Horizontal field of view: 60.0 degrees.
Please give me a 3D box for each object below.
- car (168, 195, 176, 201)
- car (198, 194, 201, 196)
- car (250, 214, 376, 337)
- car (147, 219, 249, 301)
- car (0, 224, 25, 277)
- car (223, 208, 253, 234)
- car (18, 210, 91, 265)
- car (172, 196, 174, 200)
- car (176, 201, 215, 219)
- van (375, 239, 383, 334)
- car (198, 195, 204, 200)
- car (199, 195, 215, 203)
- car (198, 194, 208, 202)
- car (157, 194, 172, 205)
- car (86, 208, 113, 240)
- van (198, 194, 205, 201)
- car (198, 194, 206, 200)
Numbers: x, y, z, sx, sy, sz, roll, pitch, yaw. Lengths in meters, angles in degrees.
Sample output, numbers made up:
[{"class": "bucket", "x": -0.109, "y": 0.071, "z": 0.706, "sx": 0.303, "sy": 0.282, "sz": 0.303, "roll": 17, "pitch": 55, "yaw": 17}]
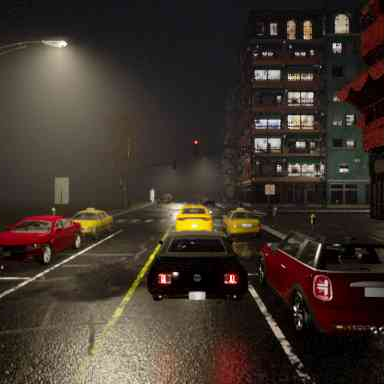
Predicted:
[{"class": "car", "x": -5.313, "y": 1.609, "z": 89.357, "sx": 1.802, "sy": 1.307, "sz": 4.206, "roll": 1, "pitch": 0, "yaw": 0}, {"class": "car", "x": 2.568, "y": 1.587, "z": 72.886, "sx": 1.947, "sy": 1.339, "sz": 4.313, "roll": 1, "pitch": 0, "yaw": 0}, {"class": "car", "x": 2.575, "y": 1.442, "z": 6.638, "sx": 1.967, "sy": 1.590, "sz": 4.097, "roll": 1, "pitch": 0, "yaw": 0}, {"class": "car", "x": 0.100, "y": 1.603, "z": 8.280, "sx": 1.895, "sy": 1.301, "sz": 4.718, "roll": 0, "pitch": 0, "yaw": 0}, {"class": "car", "x": -5.307, "y": 1.552, "z": 6.227, "sx": 2.008, "sy": 1.369, "sz": 4.403, "roll": 1, "pitch": 0, "yaw": 0}, {"class": "car", "x": 2.573, "y": 1.530, "z": 17.897, "sx": 1.752, "sy": 1.417, "sz": 4.829, "roll": 1, "pitch": 0, "yaw": 0}, {"class": "car", "x": -5.307, "y": 1.547, "z": 11.764, "sx": 1.887, "sy": 1.381, "sz": 4.507, "roll": 1, "pitch": 0, "yaw": 0}, {"class": "car", "x": -5.309, "y": 1.334, "z": 66.741, "sx": 2.192, "sy": 1.841, "sz": 5.009, "roll": 1, "pitch": 0, "yaw": 0}, {"class": "car", "x": 0.101, "y": 1.482, "z": 18.397, "sx": 1.882, "sy": 1.535, "sz": 5.008, "roll": 0, "pitch": 0, "yaw": 0}, {"class": "van", "x": 2.576, "y": 1.341, "z": 1.093, "sx": 1.690, "sy": 1.788, "sz": 3.998, "roll": 1, "pitch": 0, "yaw": 0}, {"class": "car", "x": 2.567, "y": 1.555, "z": 95.700, "sx": 1.752, "sy": 1.417, "sz": 4.829, "roll": 1, "pitch": 0, "yaw": 0}, {"class": "car", "x": 2.570, "y": 1.565, "z": 50.242, "sx": 2.008, "sy": 1.369, "sz": 4.403, "roll": 1, "pitch": 0, "yaw": 0}, {"class": "car", "x": 2.571, "y": 1.338, "z": 78.547, "sx": 2.192, "sy": 1.841, "sz": 5.009, "roll": 1, "pitch": 0, "yaw": 0}, {"class": "car", "x": -5.310, "y": 1.457, "z": 61.086, "sx": 1.967, "sy": 1.590, "sz": 4.097, "roll": 1, "pitch": 0, "yaw": 0}, {"class": "car", "x": -5.307, "y": 1.529, "z": 17.130, "sx": 1.752, "sy": 1.417, "sz": 4.829, "roll": 1, "pitch": 0, "yaw": 0}, {"class": "van", "x": 2.570, "y": 1.368, "z": 89.869, "sx": 1.690, "sy": 1.788, "sz": 3.998, "roll": 1, "pitch": 0, "yaw": 0}, {"class": "car", "x": 2.569, "y": 1.599, "z": 61.564, "sx": 1.802, "sy": 1.307, "sz": 4.206, "roll": 1, "pitch": 0, "yaw": 0}]
